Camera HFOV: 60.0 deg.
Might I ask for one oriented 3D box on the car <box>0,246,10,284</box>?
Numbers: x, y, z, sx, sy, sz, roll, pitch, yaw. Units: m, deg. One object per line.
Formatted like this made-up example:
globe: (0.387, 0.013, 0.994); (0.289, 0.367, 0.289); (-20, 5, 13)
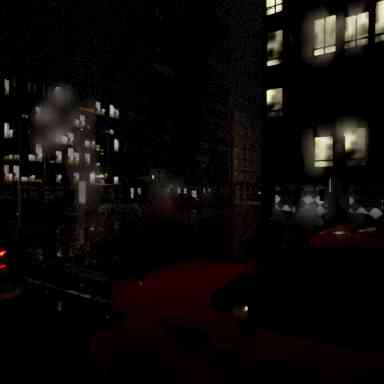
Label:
car: (-6.238, 1.520, 8.109); (4.674, 1.442, 1.812); (0, 0, 35)

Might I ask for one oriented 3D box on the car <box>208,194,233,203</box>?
car: (4.322, 1.400, 51.689); (2.150, 2.045, 5.566); (1, 0, 37)

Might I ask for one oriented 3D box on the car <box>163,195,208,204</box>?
car: (-0.926, 1.368, 39.332); (2.150, 2.045, 5.566); (1, 0, 37)

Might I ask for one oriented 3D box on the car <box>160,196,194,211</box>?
car: (-1.913, 1.483, 43.356); (2.097, 1.767, 4.553); (1, 0, 37)

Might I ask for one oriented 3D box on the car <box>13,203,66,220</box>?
car: (-12.930, 1.611, 28.526); (1.994, 1.385, 4.181); (1, 0, 37)

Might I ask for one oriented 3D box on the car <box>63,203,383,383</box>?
car: (1.668, 1.222, 2.496); (5.566, 2.045, 2.150); (0, 0, 35)

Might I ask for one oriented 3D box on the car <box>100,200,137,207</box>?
car: (-7.788, 1.612, 35.462); (1.812, 1.442, 4.674); (1, 0, 37)
